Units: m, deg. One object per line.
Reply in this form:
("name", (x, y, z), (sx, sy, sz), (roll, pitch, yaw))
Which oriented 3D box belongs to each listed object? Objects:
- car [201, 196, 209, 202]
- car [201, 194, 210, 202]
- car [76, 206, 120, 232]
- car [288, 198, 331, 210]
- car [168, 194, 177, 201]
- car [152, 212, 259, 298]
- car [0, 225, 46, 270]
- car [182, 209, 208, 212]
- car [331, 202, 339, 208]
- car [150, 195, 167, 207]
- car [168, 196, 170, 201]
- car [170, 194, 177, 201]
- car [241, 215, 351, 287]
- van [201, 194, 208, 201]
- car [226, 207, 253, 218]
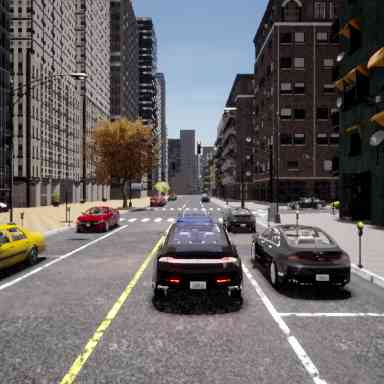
("car", (3.068, 1.612, 80.351), (1.752, 1.417, 4.829), (0, 0, 0))
("car", (3.041, 1.642, 74.658), (1.947, 1.339, 4.313), (0, 0, 0))
("car", (-5.598, 1.553, 20.220), (1.887, 1.381, 4.507), (0, 0, 0))
("car", (13.611, 1.366, 39.534), (4.403, 1.369, 2.008), (-1, 1, 0))
("car", (-5.262, 1.425, 91.267), (2.192, 1.841, 5.009), (0, 0, 0))
("car", (0.128, 1.494, 8.516), (2.128, 1.511, 4.902), (0, 0, 0))
("car", (-5.651, 1.528, 8.984), (1.752, 1.417, 4.829), (0, 0, 0))
("car", (0.163, 1.608, 18.633), (1.895, 1.301, 4.718), (0, 0, 1))
("car", (19.008, 1.266, 39.563), (4.829, 1.417, 1.752), (-1, 1, 0))
("car", (-5.445, 1.358, 52.607), (2.192, 1.841, 5.009), (0, 0, 0))
("car", (-5.419, 1.617, 58.130), (1.947, 1.339, 4.313), (0, 0, 0))
("car", (-5.288, 1.664, 85.745), (1.947, 1.339, 4.313), (0, 0, 0))
("car", (2.729, 1.553, 9.114), (2.008, 1.369, 4.403), (0, 0, 0))
("van", (3.093, 1.439, 85.705), (1.690, 1.788, 3.998), (0, 0, 0))
("car", (2.782, 1.559, 20.180), (2.008, 1.369, 4.403), (0, 0, 0))
